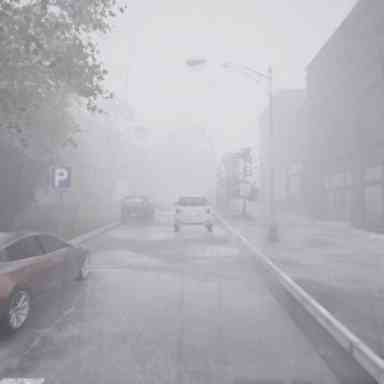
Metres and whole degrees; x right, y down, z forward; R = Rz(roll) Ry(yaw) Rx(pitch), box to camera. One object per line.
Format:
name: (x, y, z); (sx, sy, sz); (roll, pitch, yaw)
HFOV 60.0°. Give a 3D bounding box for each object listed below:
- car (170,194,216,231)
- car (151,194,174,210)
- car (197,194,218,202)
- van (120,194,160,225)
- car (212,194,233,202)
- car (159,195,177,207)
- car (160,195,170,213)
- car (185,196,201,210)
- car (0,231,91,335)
car: (0.054, 1.171, 20.374); (2.150, 2.045, 5.566); (0, 1, 0)
car: (-3.494, 1.169, 40.542); (2.185, 1.767, 4.553); (-1, 1, 2)
car: (3.259, 1.256, 67.810); (2.231, 1.521, 4.892); (-2, -1, 29)
van: (-3.680, 1.184, 23.580); (1.878, 1.987, 4.442); (1, 1, 2)
car: (6.687, 1.302, 72.563); (2.097, 1.535, 5.008); (-3, -3, 36)
car: (-3.266, 1.250, 46.246); (2.097, 1.535, 5.008); (0, 0, 2)
car: (-3.483, 1.343, 34.835); (2.231, 1.521, 4.892); (0, 0, 2)
car: (0.155, 1.296, 40.947); (1.837, 1.490, 4.892); (0, 1, 2)
car: (-3.663, 1.498, 6.777); (2.163, 1.488, 4.792); (0, 0, 2)
